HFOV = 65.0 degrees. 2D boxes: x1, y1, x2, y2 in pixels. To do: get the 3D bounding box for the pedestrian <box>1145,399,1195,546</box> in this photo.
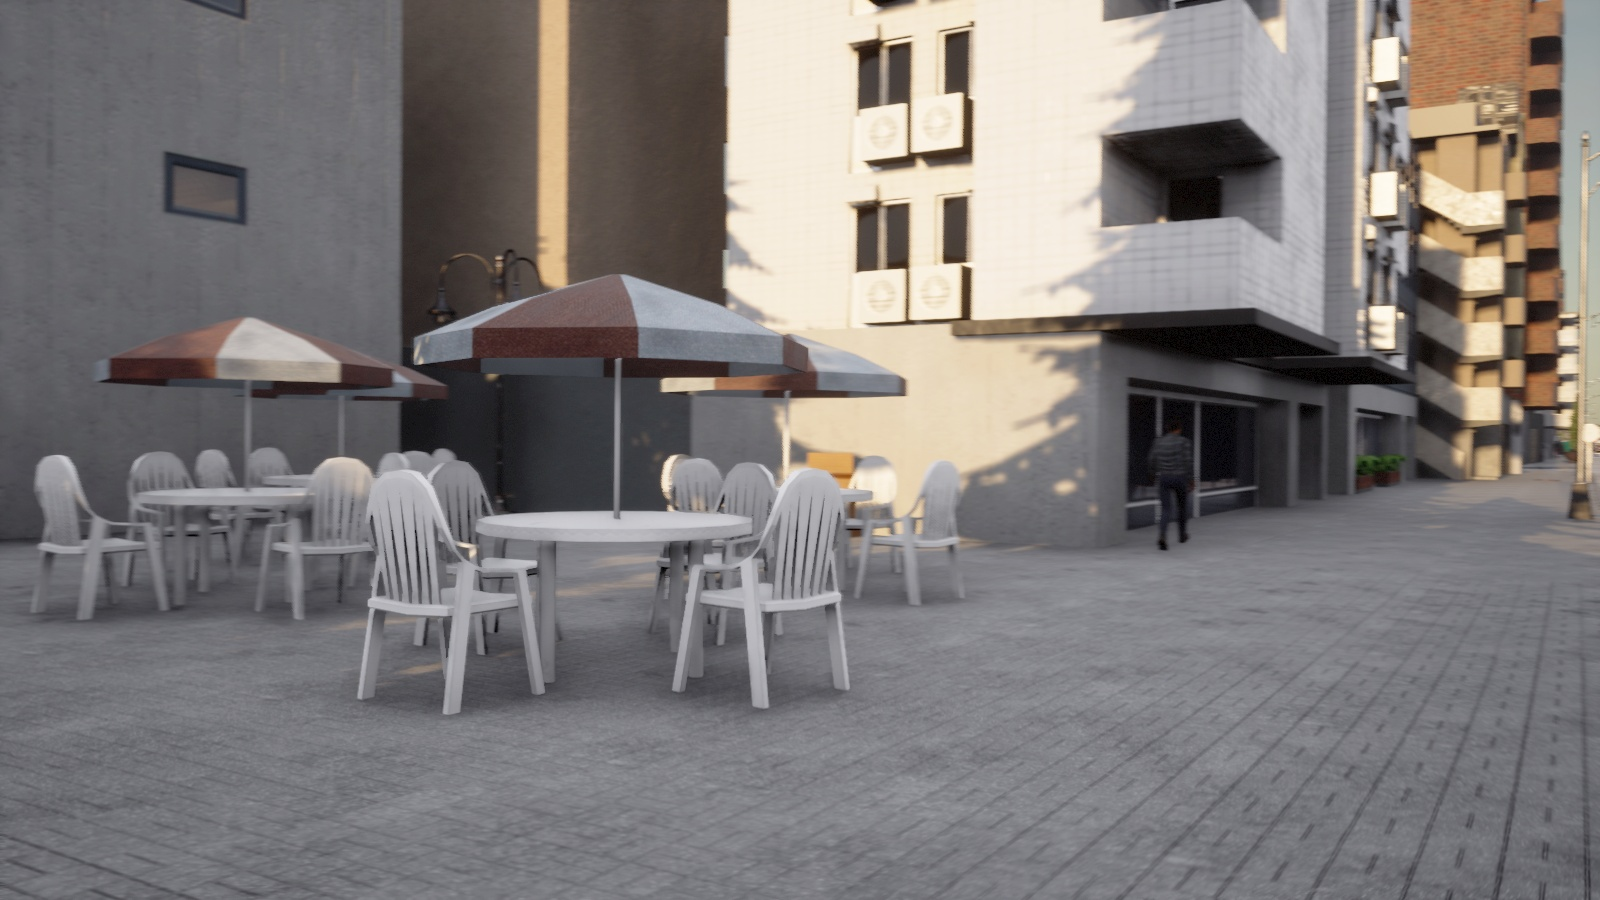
[{"bbox_3d":[5.027,0.290,17.042,0.423,1.949,0.788,0,1,33],"label":"pedestrian"}]
